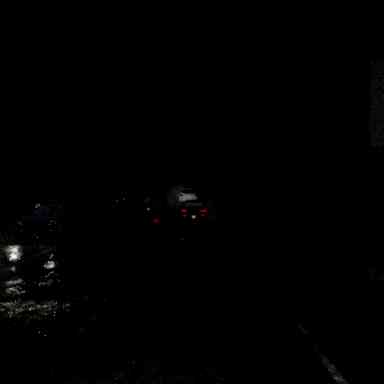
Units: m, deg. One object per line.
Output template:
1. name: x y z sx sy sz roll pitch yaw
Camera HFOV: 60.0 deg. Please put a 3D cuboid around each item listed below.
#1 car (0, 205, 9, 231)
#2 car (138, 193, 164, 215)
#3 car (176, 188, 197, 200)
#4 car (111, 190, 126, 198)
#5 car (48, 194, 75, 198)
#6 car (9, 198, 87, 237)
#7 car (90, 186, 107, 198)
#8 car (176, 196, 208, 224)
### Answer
1. car: -10.496 1.309 16.060 1.882 1.535 5.008 0 1 0
2. car: -3.469 1.113 28.358 1.812 1.442 4.674 0 1 -1
3. car: -0.648 0.511 39.917 2.150 2.045 5.566 0 2 -6
4. car: -12.984 0.285 58.791 1.994 1.385 4.181 0 2 -24
5. car: -10.505 0.988 26.248 2.097 1.767 4.553 0 1 0
6. car: -6.996 1.291 17.148 1.882 1.535 5.008 0 1 0
7. car: -16.343 -0.068 57.794 2.150 2.045 5.566 0 2 -26
8. car: 0.102 1.252 22.009 1.812 1.442 4.674 0 1 0
